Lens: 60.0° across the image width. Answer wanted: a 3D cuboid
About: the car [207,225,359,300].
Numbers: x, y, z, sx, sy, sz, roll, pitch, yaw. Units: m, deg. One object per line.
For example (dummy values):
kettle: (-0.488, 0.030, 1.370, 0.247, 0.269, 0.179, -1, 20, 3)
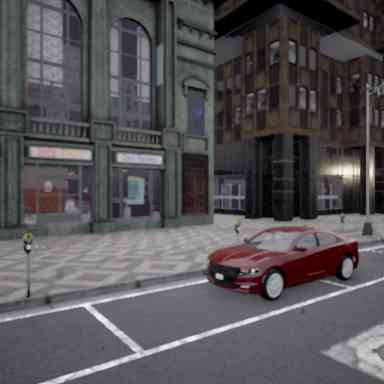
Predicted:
car: (2.416, 1.556, 8.378, 4.507, 1.381, 1.887, 0, 0, -36)
